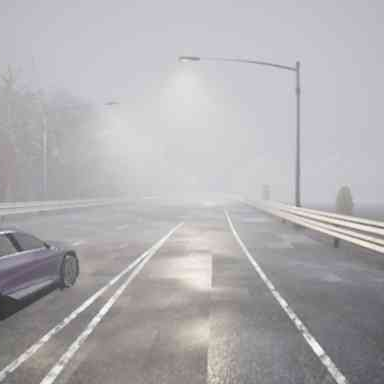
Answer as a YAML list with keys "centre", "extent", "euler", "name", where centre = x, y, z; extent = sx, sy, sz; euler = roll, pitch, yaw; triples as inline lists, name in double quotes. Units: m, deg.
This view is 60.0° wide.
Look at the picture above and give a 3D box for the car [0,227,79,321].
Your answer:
- centre: [-3.901, 1.439, 6.315]
  extent: [2.033, 1.649, 4.856]
  euler: [0, 0, 5]
  name: "car"
